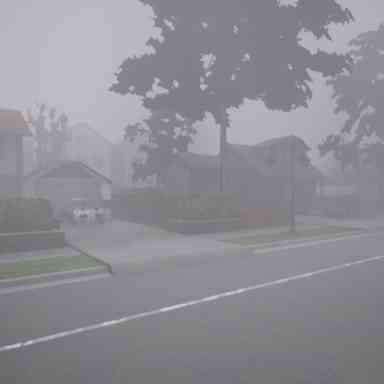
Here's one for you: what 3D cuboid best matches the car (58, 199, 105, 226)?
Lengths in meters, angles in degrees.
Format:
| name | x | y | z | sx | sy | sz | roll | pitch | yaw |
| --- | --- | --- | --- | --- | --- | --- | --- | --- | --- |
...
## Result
| name | x | y | z | sx | sy | sz | roll | pitch | yaw |
| --- | --- | --- | --- | --- | --- | --- | --- | --- | --- |
| car | -6.636 | 1.141 | 19.896 | 1.970 | 1.475 | 3.806 | 0 | 0 | -35 |
